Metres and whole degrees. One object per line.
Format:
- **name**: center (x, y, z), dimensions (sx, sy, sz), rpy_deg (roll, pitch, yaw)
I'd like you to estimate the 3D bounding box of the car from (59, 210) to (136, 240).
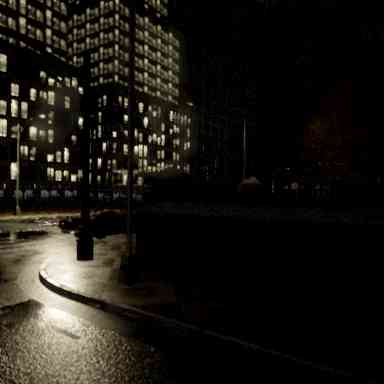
- **car**: center (-4.053, 1.530, 16.642), dimensions (1.895, 1.301, 4.718), rpy_deg (1, 0, 34)
